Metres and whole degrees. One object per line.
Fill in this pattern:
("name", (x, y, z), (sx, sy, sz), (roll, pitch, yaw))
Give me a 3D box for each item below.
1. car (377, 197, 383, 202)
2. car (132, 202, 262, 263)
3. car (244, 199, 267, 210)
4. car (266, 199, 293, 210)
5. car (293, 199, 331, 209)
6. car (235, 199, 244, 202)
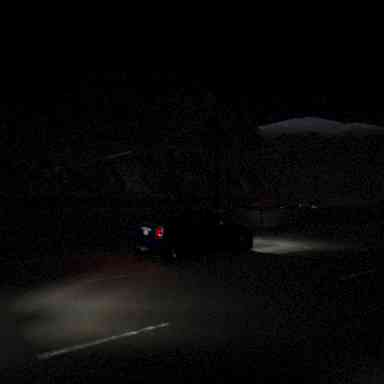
("car", (39.513, 1.618, 68.978), (1.882, 1.535, 5.008), (0, 0, 30))
("car", (0.172, 1.405, 12.466), (4.553, 1.767, 2.097), (1, 0, -35))
("car", (9.291, 1.711, 42.342), (5.008, 1.535, 1.882), (1, 0, -44))
("car", (11.192, 1.758, 39.338), (4.674, 1.442, 1.812), (1, 0, -43))
("car", (13.620, 1.587, 36.838), (4.553, 1.767, 2.097), (0, 0, -43))
("car", (6.939, 1.724, 44.929), (4.902, 1.511, 2.128), (1, 0, -44))
